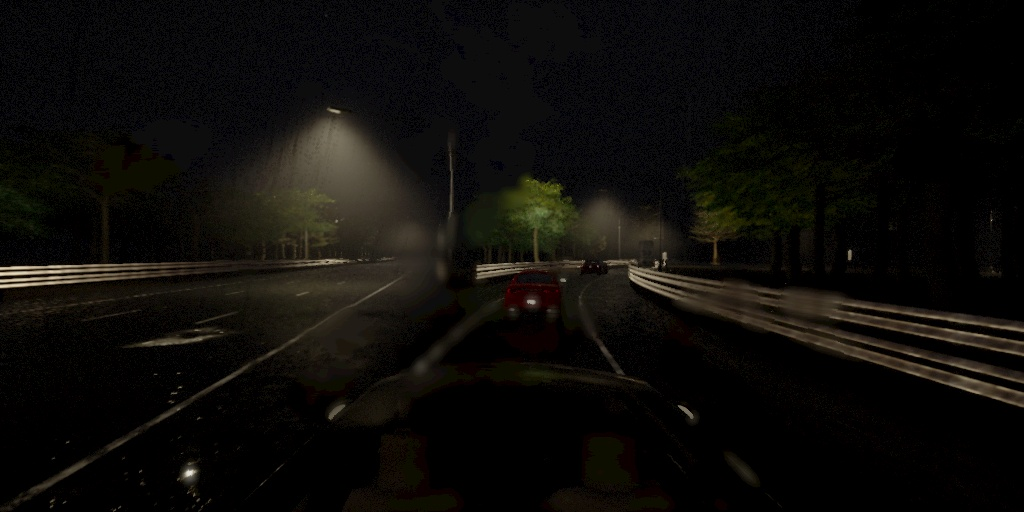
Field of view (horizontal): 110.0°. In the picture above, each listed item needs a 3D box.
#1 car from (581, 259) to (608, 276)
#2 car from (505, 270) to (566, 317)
[{"bbox_3d":[9.062,1.147,39.021,2.097,1.767,4.553,1,0,26],"label":"car"},{"bbox_3d":[0.974,1.254,13.312,1.882,1.535,5.008,0,0,8],"label":"car"}]
